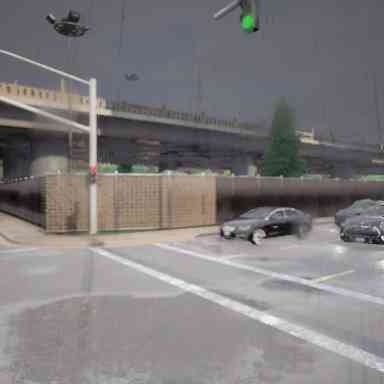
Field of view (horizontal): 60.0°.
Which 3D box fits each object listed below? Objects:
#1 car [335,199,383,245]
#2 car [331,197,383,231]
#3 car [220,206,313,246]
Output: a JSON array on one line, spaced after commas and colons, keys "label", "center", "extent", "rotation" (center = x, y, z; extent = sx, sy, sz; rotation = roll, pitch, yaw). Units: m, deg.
[{"label": "car", "center": [8.376, 1.259, 14.259], "extent": [4.553, 1.767, 2.097], "rotation": [0, 0, -35]}, {"label": "car", "center": [10.694, 1.236, 20.218], "extent": [4.553, 1.767, 2.097], "rotation": [0, 0, -35]}, {"label": "car", "center": [3.447, 1.417, 15.059], "extent": [4.902, 1.511, 2.128], "rotation": [0, 0, -35]}]
